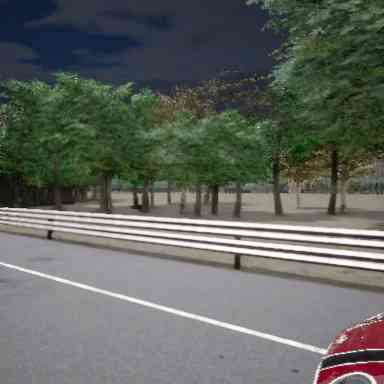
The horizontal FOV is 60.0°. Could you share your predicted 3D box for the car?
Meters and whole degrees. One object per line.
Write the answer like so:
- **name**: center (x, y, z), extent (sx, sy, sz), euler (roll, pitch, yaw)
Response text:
- **car**: center (2.996, 1.353, 1.754), extent (4.553, 1.767, 2.097), euler (0, 0, 35)
